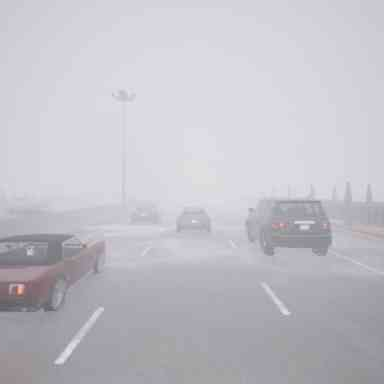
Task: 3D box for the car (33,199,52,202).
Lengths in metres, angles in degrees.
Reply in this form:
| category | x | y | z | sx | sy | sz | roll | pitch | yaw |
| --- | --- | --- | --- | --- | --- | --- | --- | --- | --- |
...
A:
| category | x | y | z | sx | sy | sz | roll | pitch | yaw |
| --- | --- | --- | --- | --- | --- | --- | --- | --- | --- |
| car | -14.098 | 1.601 | 29.707 | 1.895 | 1.301 | 4.718 | 0 | 0 | 0 |

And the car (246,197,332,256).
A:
| category | x | y | z | sx | sy | sz | roll | pitch | yaw |
| --- | --- | --- | --- | --- | --- | --- | --- | --- | --- |
| car | 3.600 | 1.221 | 13.326 | 2.150 | 2.045 | 5.566 | 0 | 0 | 0 |

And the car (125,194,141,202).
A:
| category | x | y | z | sx | sy | sz | roll | pitch | yaw |
| --- | --- | --- | --- | --- | --- | --- | --- | --- | --- |
| car | -10.497 | 1.504 | 60.974 | 1.837 | 1.490 | 4.892 | 0 | 0 | 1 |

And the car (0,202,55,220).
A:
| category | x | y | z | sx | sy | sz | roll | pitch | yaw |
| --- | --- | --- | --- | --- | --- | --- | --- | --- | --- |
| car | -10.600 | 1.547 | 20.510 | 2.033 | 1.411 | 5.357 | 0 | 0 | 0 |

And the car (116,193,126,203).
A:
| category | x | y | z | sx | sy | sz | roll | pitch | yaw |
| --- | --- | --- | --- | --- | --- | --- | --- | --- | --- |
| car | -13.814 | 1.525 | 70.301 | 2.128 | 1.511 | 4.902 | 0 | 0 | 1 |

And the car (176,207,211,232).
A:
| category | x | y | z | sx | sy | sz | roll | pitch | yaw |
| --- | --- | --- | --- | --- | --- | --- | --- | --- | --- |
| car | 0.099 | 1.564 | 19.987 | 1.994 | 1.385 | 4.181 | 0 | 0 | 0 |

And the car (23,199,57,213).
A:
| category | x | y | z | sx | sy | sz | roll | pitch | yaw |
| --- | --- | --- | --- | --- | --- | --- | --- | --- | --- |
| car | -17.587 | 1.526 | 38.693 | 1.812 | 1.442 | 4.674 | 0 | 0 | 0 |

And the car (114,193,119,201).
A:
| category | x | y | z | sx | sy | sz | roll | pitch | yaw |
| --- | --- | --- | --- | --- | --- | --- | --- | --- | --- |
| car | -17.041 | 1.213 | 79.949 | 2.150 | 2.045 | 5.566 | 0 | 0 | 2 |

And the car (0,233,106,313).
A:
| category | x | y | z | sx | sy | sz | roll | pitch | yaw |
| --- | --- | --- | --- | --- | --- | --- | --- | --- | --- |
| car | -3.401 | 1.601 | 7.610 | 1.895 | 1.301 | 4.718 | 0 | 0 | 0 |

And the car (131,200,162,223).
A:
| category | x | y | z | sx | sy | sz | roll | pitch | yaw |
| --- | --- | --- | --- | --- | --- | --- | --- | --- | --- |
| car | -3.399 | 1.564 | 25.294 | 1.994 | 1.385 | 4.181 | 0 | 0 | 0 |
